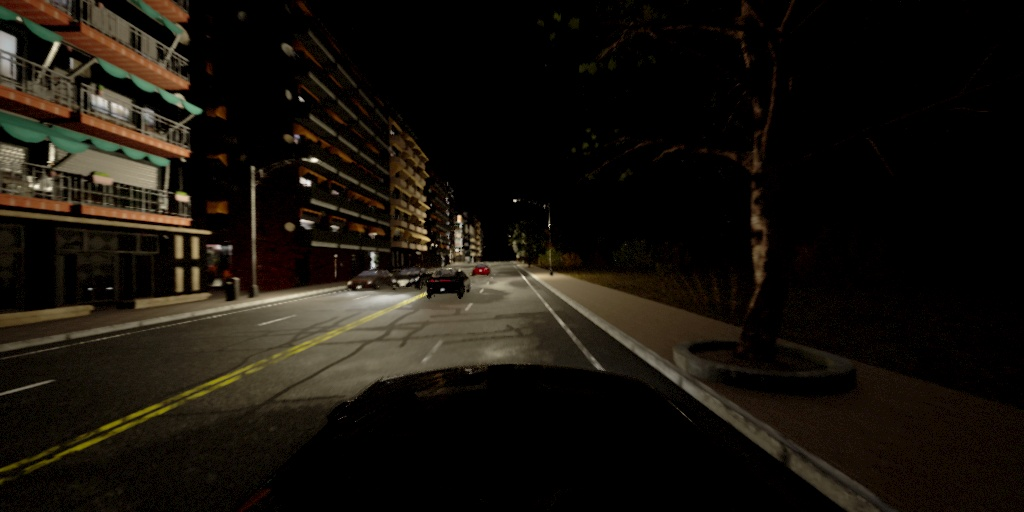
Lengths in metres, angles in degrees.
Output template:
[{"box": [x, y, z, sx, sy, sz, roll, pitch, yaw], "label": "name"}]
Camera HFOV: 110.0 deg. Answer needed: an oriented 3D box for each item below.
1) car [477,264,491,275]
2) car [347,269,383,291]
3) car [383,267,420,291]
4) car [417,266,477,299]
[{"box": [-3.672, 1.658, 43.677, 1.994, 1.385, 4.181, -1, 0, -1], "label": "car"}, {"box": [-10.167, 1.693, 26.421, 2.033, 1.411, 5.357, -1, 0, -1], "label": "car"}, {"box": [-6.901, 1.550, 25.015, 2.128, 1.511, 4.902, -1, 0, -1], "label": "car"}, {"box": [-3.399, 1.435, 19.779, 2.128, 1.511, 4.902, -1, 0, -1], "label": "car"}]
